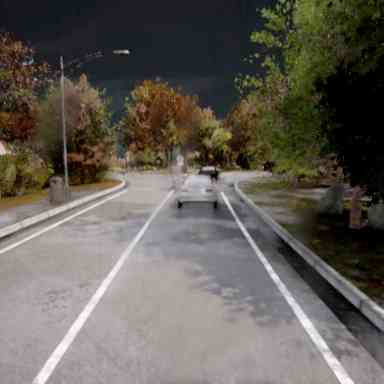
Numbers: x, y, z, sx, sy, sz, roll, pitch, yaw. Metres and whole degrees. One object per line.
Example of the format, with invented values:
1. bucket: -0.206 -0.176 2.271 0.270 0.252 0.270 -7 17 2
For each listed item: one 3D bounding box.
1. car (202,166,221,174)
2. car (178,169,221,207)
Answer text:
1. car: 1.864 -1.874 33.567 1.882 1.535 5.008 0 5 10
2. car: 0.293 -0.159 16.636 1.812 1.442 4.674 0 6 2
